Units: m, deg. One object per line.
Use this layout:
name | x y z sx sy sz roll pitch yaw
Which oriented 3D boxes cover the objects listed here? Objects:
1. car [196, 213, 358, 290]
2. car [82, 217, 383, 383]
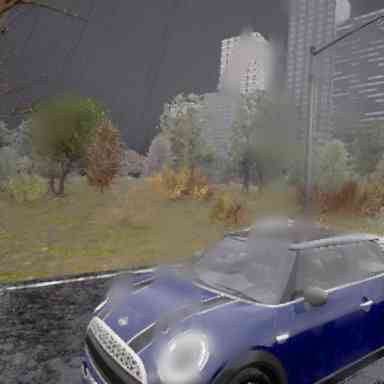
car | 2.566 1.455 9.458 4.674 1.442 1.812 1 1 -36
car | 1.010 1.319 4.371 4.553 1.767 2.097 1 1 -35
